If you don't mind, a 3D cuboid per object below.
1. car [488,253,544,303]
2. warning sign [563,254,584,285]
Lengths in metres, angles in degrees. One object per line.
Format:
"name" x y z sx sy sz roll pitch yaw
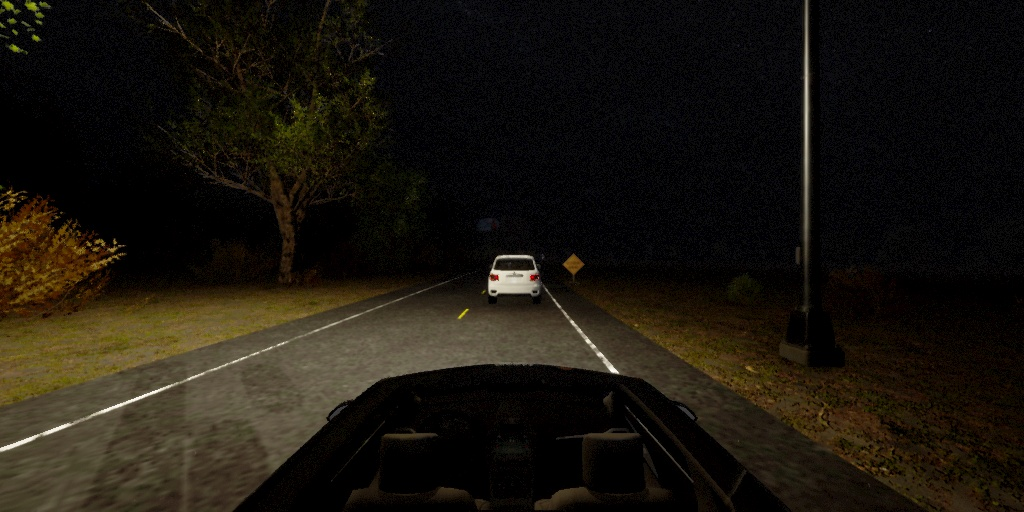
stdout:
"car" 0.143 0.980 16.492 2.150 2.045 5.566 0 0 1
"warning sign" 3.821 0.810 22.167 1.300 1.860 1.060 0 0 1
